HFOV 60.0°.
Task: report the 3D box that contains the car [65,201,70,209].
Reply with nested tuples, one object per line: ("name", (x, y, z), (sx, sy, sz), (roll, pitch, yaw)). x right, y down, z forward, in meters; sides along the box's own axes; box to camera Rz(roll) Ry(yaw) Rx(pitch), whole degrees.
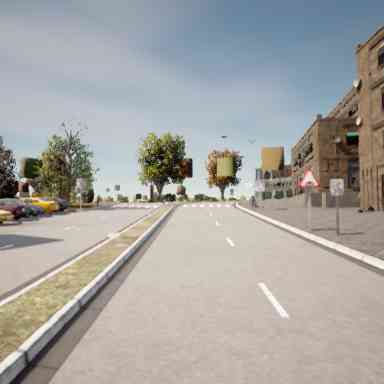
("car", (-14.368, 1.224, 32.120), (4.892, 1.521, 2.231), (0, 1, 0))

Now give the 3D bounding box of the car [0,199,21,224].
("car", (-14.207, 1.342, 21.102), (5.366, 1.575, 1.946), (0, 0, 0))

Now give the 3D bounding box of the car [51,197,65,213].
("car", (-14.374, 1.257, 29.366), (5.008, 1.535, 2.097), (0, 1, 0))

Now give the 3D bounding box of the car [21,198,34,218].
("car", (-14.417, 1.350, 23.862), (4.792, 1.488, 2.163), (0, 0, 0))

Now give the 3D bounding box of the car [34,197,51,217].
("car", (-14.390, 1.290, 26.613), (4.892, 1.521, 2.231), (0, 1, 0))
